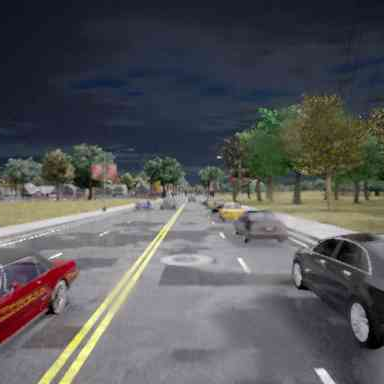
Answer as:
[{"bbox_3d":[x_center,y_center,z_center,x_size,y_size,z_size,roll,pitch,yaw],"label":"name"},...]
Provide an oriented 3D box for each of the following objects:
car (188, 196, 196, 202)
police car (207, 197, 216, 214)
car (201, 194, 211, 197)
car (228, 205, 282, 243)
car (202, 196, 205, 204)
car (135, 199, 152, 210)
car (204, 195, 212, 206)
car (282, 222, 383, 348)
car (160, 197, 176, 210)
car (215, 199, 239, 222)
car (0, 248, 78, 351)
[{"bbox_3d":[-0.028,1.713,80.035,2.128,1.511,4.902,0,0,0],"label":"car"},{"bbox_3d":[3.236,1.656,38.477,2.038,1.542,4.974,0,0,0],"label":"police car"},{"bbox_3d":[3.224,1.524,71.512,2.150,2.045,5.566,0,0,0],"label":"car"},{"bbox_3d":[3.243,1.606,16.473,2.033,1.411,5.357,0,0,0],"label":"car"},{"bbox_3d":[3.228,1.815,60.479,1.994,1.385,4.181,0,0,0],"label":"car"},{"bbox_3d":[-6.598,1.706,45.296,1.812,1.442,4.674,0,0,0],"label":"car"},{"bbox_3d":[3.232,1.657,49.667,1.801,1.575,5.366,0,0,0],"label":"car"},{"bbox_3d":[3.348,1.525,6.278,1.837,1.490,4.892,0,0,0],"label":"car"},{"bbox_3d":[-3.345,1.541,47.277,2.097,1.767,4.553,0,0,0],"label":"car"},{"bbox_3d":[3.240,1.562,27.664,1.801,1.575,5.366,0,0,0],"label":"car"},{"bbox_3d":[-3.354,1.615,4.833,1.895,1.301,4.718,0,0,0],"label":"car"}]
